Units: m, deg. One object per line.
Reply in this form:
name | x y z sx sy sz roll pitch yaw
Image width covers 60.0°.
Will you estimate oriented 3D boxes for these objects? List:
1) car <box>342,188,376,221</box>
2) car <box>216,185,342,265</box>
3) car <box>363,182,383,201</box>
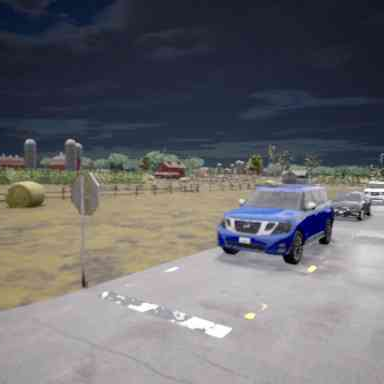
car | 9.435 0.749 19.869 1.837 1.490 4.892 3 4 36
car | 2.957 0.806 10.760 2.150 2.045 5.566 3 3 35
car | 17.425 0.066 31.012 2.150 2.045 5.566 3 3 36
